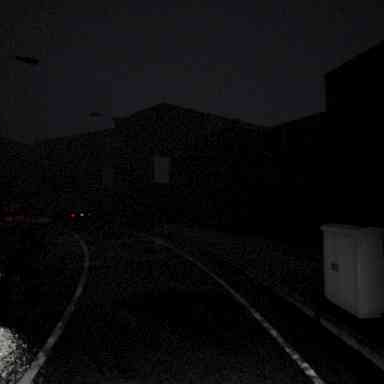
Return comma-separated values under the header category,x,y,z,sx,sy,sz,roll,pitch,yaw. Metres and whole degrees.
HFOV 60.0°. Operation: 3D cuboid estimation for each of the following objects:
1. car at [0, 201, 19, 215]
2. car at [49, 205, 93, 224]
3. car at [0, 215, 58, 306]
category,x,y,z,sx,sy,sz,roll,pitch,yaw
car,-20.976,1.745,36.465,4.902,1.511,2.128,0,-1,33
car,-9.830,1.772,26.771,2.033,1.411,5.357,1,-1,-40
car,-4.822,1.562,8.013,2.128,1.511,4.902,0,0,-14
